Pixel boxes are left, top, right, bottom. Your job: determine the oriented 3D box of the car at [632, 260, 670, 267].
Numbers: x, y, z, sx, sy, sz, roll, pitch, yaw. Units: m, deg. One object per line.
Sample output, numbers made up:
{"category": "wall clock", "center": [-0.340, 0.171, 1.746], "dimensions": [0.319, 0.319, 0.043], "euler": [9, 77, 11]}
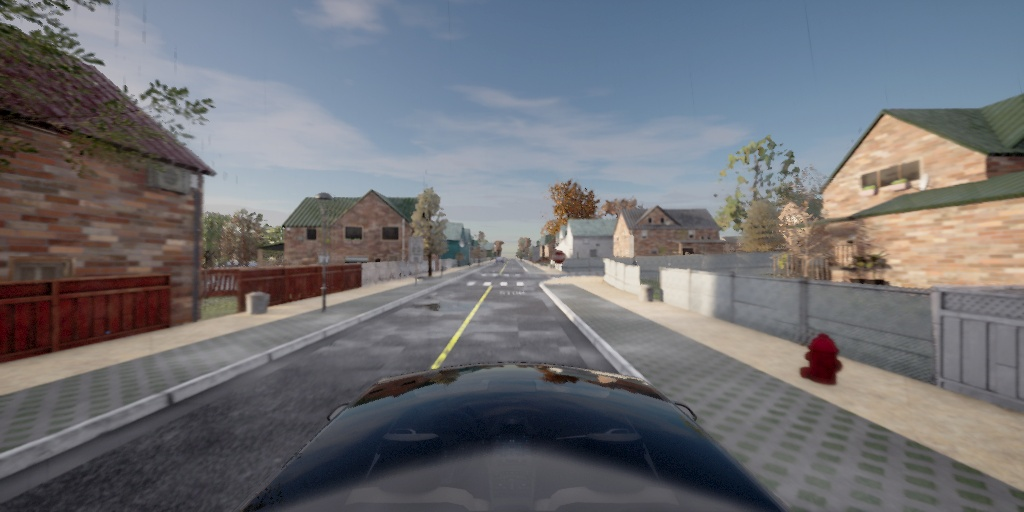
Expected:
{"category": "car", "center": [11.441, 0.947, 30.328], "dimensions": [4.718, 1.301, 1.895], "euler": [-2, -1, 1]}
